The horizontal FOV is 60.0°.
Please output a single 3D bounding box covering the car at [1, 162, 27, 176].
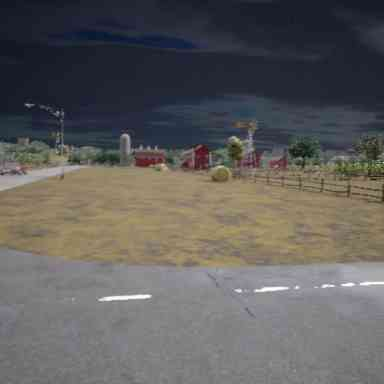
[{"bbox_3d":[-22.240,-2.991,41.670,2.097,1.767,4.553,0,5,-15],"label":"car"}]
